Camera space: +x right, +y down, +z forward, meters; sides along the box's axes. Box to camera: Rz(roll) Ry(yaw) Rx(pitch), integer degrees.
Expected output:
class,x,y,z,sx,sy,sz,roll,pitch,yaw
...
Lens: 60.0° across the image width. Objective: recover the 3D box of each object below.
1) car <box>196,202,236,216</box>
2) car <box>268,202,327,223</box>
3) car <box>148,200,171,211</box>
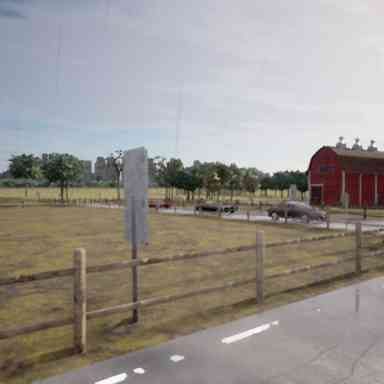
class,x,y,z,sx,sy,sz,roll,pitch,yaw
car,2.380,1.681,34.401,1.895,1.301,4.718,-1,0,-35
car,8.189,1.558,26.181,1.837,1.490,4.892,-1,1,-35
car,-4.726,1.760,44.470,1.895,1.301,4.718,-1,0,-35
